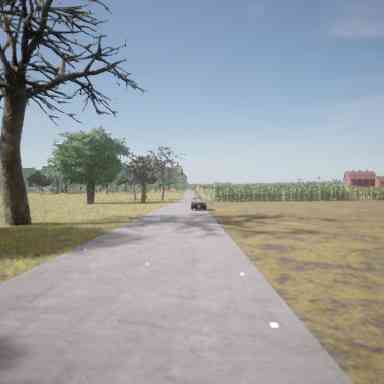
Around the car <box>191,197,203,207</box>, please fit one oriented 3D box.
[{"bbox_3d":[0.825,1.708,58.396,1.882,1.535,5.008,0,0,0],"label":"car"}]

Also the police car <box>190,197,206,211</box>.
[{"bbox_3d":[0.825,1.524,42.501,1.930,1.638,5.238,0,0,0],"label":"police car"}]

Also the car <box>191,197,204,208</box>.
[{"bbox_3d":[0.825,1.626,52.583,1.801,1.575,5.366,0,0,0],"label":"car"}]
